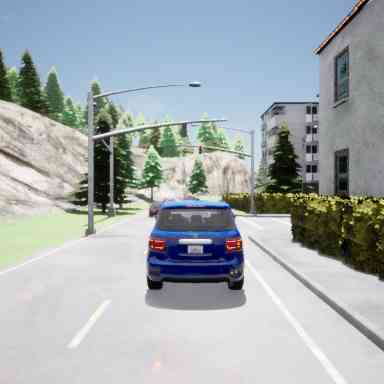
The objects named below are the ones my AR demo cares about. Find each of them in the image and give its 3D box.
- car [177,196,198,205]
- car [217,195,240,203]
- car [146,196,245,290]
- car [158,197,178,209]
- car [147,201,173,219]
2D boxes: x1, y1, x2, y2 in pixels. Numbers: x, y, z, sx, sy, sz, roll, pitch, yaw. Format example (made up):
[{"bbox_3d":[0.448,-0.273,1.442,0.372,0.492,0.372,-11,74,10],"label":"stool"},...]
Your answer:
[{"bbox_3d":[-0.743,1.500,59.761,1.837,1.490,4.892,0,1,23],"label":"car"},{"bbox_3d":[7.936,1.513,72.228,4.902,1.511,2.128,0,0,-41],"label":"car"},{"bbox_3d":[0.087,1.221,9.226,2.150,2.045,5.566,0,0,0],"label":"car"},{"bbox_3d":[-3.303,1.492,45.831,2.128,1.511,4.902,0,0,3],"label":"car"},{"bbox_3d":[-2.997,1.565,30.299,1.994,1.385,4.181,0,0,-10],"label":"car"}]
